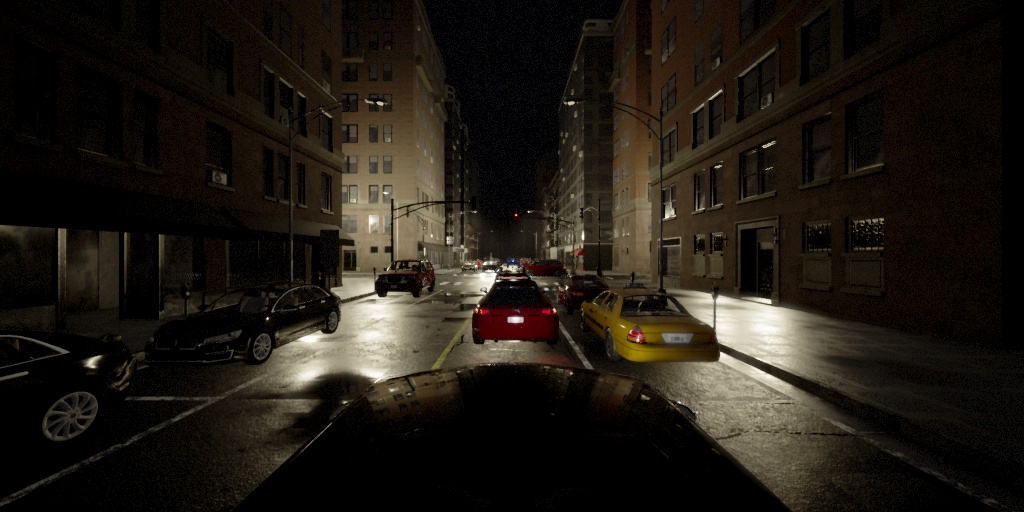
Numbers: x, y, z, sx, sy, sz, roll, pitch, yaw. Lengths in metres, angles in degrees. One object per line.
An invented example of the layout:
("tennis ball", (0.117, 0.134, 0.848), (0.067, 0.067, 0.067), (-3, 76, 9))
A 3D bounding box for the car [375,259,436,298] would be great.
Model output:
("car", (-5.354, 1.062, 18.719), (2.192, 1.841, 5.009), (0, 0, 0))

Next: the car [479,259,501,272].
("car", (-2.760, 1.344, 45.326), (1.895, 1.301, 4.718), (0, 0, 0))

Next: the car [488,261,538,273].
("car", (0.035, 1.239, 19.420), (2.128, 1.511, 4.902), (0, 0, 0))

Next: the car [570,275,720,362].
("car", (2.648, 1.275, 8.038), (1.751, 1.417, 4.829), (0, 0, 0))

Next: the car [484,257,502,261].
("car", (-2.732, 1.231, 54.895), (2.128, 1.511, 4.902), (0, 0, 0))

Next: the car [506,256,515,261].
("car", (0.213, 0.957, 61.770), (2.150, 2.045, 5.566), (0, 0, 0))

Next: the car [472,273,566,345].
("car", (0.082, 1.313, 9.550), (1.994, 1.385, 4.181), (0, 0, 0))

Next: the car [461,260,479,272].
("car", (-5.299, 1.293, 45.182), (2.007, 1.370, 4.403), (0, 0, 0))

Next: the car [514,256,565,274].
("car", (2.725, 1.117, 33.276), (4.553, 1.767, 2.097), (0, 0, 0))

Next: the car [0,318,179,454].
("car", (-5.388, 1.300, 2.481), (2.007, 1.370, 4.403), (0, 0, 0))

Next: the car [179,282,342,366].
("car", (-5.377, 1.300, 7.894), (2.007, 1.370, 4.403), (0, 0, 0))

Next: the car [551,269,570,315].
("car", (2.659, 1.330, 13.281), (1.802, 1.307, 4.207), (0, 0, 0))
